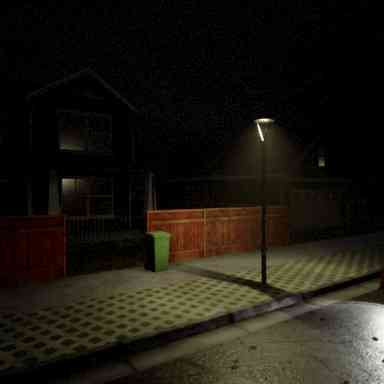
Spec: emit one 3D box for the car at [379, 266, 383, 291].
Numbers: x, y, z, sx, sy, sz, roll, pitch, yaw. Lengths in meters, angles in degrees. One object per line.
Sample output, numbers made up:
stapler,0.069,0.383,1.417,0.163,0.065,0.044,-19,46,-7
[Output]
car,5.974,1.563,7.339,4.181,1.385,1.994,0,0,-36
